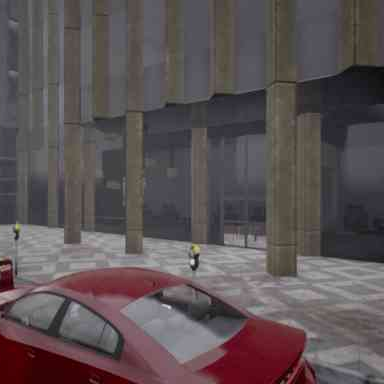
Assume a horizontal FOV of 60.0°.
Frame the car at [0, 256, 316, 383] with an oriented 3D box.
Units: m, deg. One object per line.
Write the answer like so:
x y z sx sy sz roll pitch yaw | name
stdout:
-1.022 1.543 3.694 4.507 1.381 1.887 0 0 36 | car
